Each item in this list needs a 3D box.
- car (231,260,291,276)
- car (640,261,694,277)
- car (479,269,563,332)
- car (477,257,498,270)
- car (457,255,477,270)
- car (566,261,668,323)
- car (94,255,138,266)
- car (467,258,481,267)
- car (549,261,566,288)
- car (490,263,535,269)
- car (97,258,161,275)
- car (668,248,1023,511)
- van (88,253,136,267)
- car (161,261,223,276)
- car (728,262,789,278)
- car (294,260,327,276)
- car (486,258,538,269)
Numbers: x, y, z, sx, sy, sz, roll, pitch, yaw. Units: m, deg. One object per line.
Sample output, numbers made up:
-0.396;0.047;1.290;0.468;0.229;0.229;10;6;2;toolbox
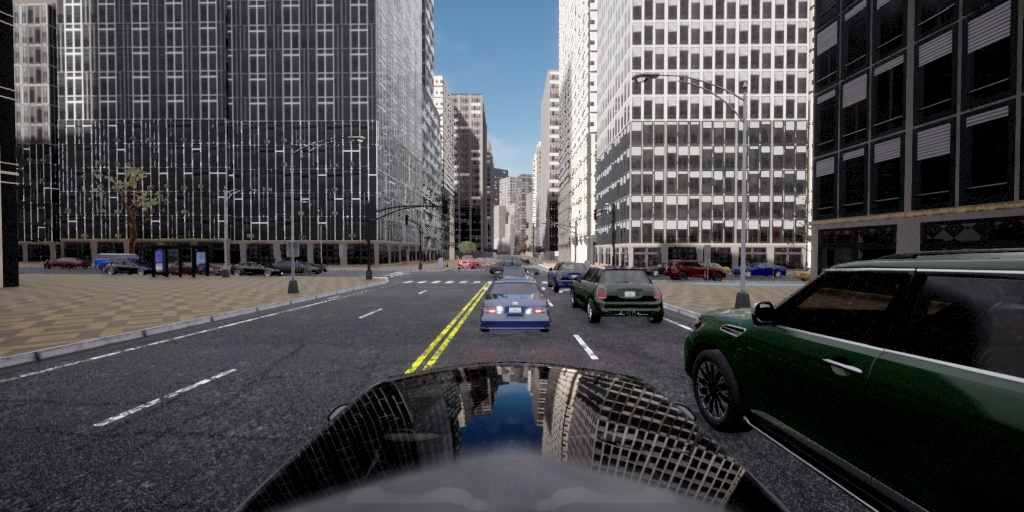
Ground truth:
-22.809;1.172;32.217;4.313;1.339;1.948;0;0;1;car
16.206;1.364;37.589;4.892;1.490;1.837;0;1;-1;car
0.079;1.293;10.793;2.033;1.411;5.357;0;0;0;car
-3.440;1.066;51.230;2.097;1.767;4.553;0;0;-1;car
-6.721;0.933;53.374;2.150;2.045;5.566;0;0;0;car
3.324;1.097;12.240;2.097;1.767;4.553;0;0;0;car
-37.305;0.907;35.186;5.008;1.535;1.882;1;1;1;car
-6.718;1.176;63.719;1.882;1.535;5.008;0;0;1;car
3.300;1.091;21.104;2.097;1.767;4.553;0;0;0;car
0.052;1.304;20.036;1.994;1.385;4.181;0;0;0;car
-34.174;1.067;32.495;4.313;1.339;1.948;0;0;1;car
3.345;0.971;2.394;2.150;2.045;5.566;0;0;0;car
-45.388;0.602;41.127;3.998;1.789;1.690;0;0;1;van
-28.493;1.136;32.336;4.207;1.307;1.802;0;0;1;car
25.684;1.420;37.426;5.008;1.535;1.882;1;1;1;car
-20.989;1.126;34.893;5.357;1.411;2.033;1;1;1;car
0.247;1.275;34.580;4.892;1.490;1.837;1;1;1;car
